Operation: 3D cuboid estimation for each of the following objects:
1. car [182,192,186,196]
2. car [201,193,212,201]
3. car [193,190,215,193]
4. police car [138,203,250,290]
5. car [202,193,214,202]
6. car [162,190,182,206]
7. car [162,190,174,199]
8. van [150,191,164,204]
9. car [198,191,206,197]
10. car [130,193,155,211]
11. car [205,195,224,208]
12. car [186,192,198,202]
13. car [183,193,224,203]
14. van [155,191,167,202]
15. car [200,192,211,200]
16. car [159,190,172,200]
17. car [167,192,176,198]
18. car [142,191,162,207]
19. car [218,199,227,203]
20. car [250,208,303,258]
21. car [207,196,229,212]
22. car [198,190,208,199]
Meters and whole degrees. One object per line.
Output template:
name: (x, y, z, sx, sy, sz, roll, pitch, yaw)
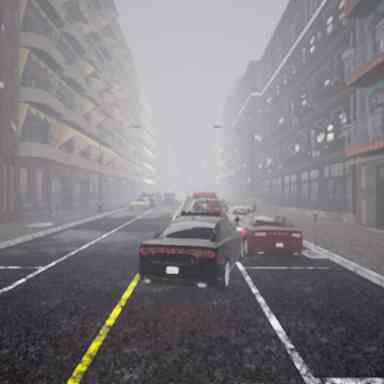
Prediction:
car: (0.045, 1.071, 45.239, 1.994, 1.385, 4.181, 0, 1, 1)
car: (2.635, 0.898, 61.807, 1.887, 1.381, 4.507, 1, 0, 0)
car: (0.845, 0.942, 24.733, 2.150, 2.045, 5.566, 0, 1, 0)
police car: (0.282, 1.316, 9.083, 1.930, 1.638, 5.238, 0, 1, 15)
car: (2.630, 0.947, 56.277, 1.887, 1.381, 4.507, 1, 0, 0)
car: (-2.810, 0.881, 42.941, 2.097, 1.767, 4.553, 0, 1, 0)
car: (-5.231, 0.573, 72.933, 2.192, 1.841, 5.009, 1, 0, 0)
van: (-5.249, 0.794, 50.811, 1.690, 1.788, 3.998, 2, 1, 0)
car: (2.625, 0.567, 89.462, 1.967, 1.590, 4.097, 1, 0, 0)
car: (-5.268, 1.146, 34.054, 1.752, 1.417, 4.829, 2, 1, 0)
car: (2.616, 1.113, 39.686, 2.008, 1.369, 4.403, 1, 1, 0)
car: (0.049, 0.866, 59.420, 2.128, 1.511, 4.902, 0, 1, 0)
car: (0.703, 1.135, 18.626, 2.097, 1.767, 4.553, 0, 1, -3)
van: (-5.246, 0.743, 56.343, 1.690, 1.788, 3.998, 1, 1, 0)
car: (2.649, 0.745, 67.338, 1.967, 1.590, 4.097, 1, 0, 0)
car: (-5.236, 0.620, 67.403, 2.192, 1.841, 5.009, 1, 0, 0)
car: (-5.229, 0.734, 83.998, 1.947, 1.339, 4.313, 1, 0, 0)
car: (-5.258, 0.877, 39.753, 2.192, 1.841, 5.009, 2, 1, 0)
car: (2.599, 1.319, 17.735, 1.752, 1.417, 4.829, 1, 1, 0)
car: (2.594, 1.402, 12.033, 1.887, 1.381, 4.507, 1, 1, 0)
car: (2.612, 1.164, 34.154, 1.887, 1.381, 4.507, 1, 1, 0)
car: (2.619, 0.527, 78.398, 2.192, 1.841, 5.009, 1, 0, 0)
